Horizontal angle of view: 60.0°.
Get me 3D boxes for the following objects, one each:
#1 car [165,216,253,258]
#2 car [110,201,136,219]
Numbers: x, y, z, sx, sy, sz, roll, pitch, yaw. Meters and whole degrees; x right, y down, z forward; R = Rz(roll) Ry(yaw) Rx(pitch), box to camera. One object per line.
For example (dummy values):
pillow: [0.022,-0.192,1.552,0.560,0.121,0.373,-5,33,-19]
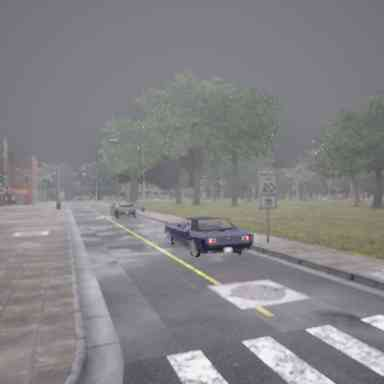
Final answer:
car: [0.397,1.603,12.997,1.895,1.301,4.718,-1,0,-21]
car: [-6.508,1.603,31.140,2.128,1.511,4.902,-1,0,-21]
